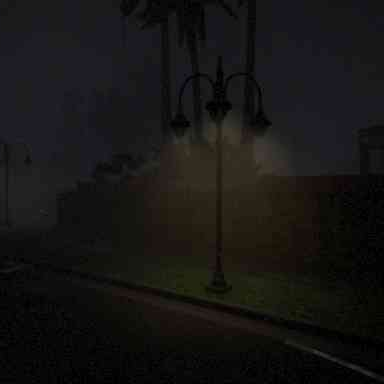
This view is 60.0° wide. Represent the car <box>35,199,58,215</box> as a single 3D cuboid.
[{"bbox_3d":[-11.384,1.283,29.913,1.895,1.301,4.718,0,1,36],"label":"car"}]
